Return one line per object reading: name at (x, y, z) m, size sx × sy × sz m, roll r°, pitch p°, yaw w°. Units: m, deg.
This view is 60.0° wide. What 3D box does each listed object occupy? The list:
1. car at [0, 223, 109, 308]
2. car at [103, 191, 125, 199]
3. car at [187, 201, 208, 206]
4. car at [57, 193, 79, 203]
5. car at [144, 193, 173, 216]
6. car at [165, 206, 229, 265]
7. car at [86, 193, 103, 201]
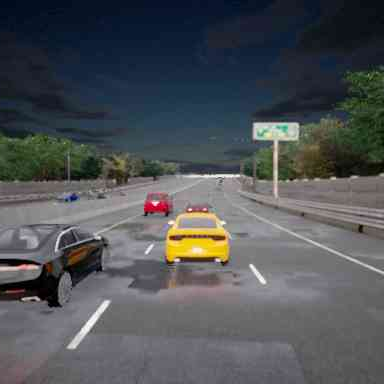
car at (-3.355, 1.485, 7.861) m, size 2.128 × 1.511 × 4.902 m, roll 0°, pitch 0°, yaw 0°
car at (-12.706, 0.711, 55.574) m, size 2.097 × 1.767 × 4.553 m, roll 0°, pitch 1°, yaw 3°
car at (0.511, 1.458, 29.842) m, size 1.895 × 1.301 × 4.718 m, roll 0°, pitch 1°, yaw 1°
car at (-19.811, 0.891, 53.347) m, size 1.882 × 1.535 × 5.008 m, roll 0°, pitch 2°, yaw 3°
car at (-2.980, 1.072, 30.221) m, size 2.150 × 2.045 × 5.566 m, roll 0°, pitch 1°, yaw 1°
car at (0.180, 1.467, 11.719) m, size 1.882 × 1.535 × 5.008 m, roll 0°, pitch 0°, yaw 1°
car at (-16.176, 0.895, 56.076) m, size 2.033 × 1.411 × 5.357 m, roll 0°, pitch 1°, yaw 3°
